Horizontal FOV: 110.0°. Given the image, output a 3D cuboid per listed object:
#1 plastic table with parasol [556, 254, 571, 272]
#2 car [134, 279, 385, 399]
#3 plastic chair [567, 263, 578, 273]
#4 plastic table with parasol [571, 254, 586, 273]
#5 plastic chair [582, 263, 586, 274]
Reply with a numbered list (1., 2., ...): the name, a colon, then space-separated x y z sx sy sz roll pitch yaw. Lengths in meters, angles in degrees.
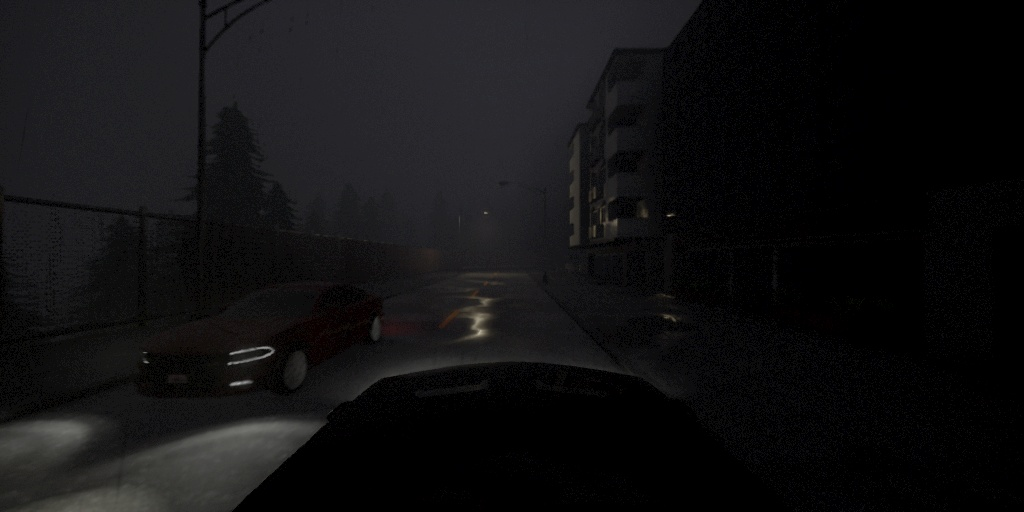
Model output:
1. plastic table with parasol: 7.798 1.001 49.897 2.482 2.480 2.482 0 0 0
2. car: -4.091 1.254 6.898 1.882 1.535 5.008 0 -1 0
3. plastic chair: 7.779 1.578 45.777 0.730 1.272 0.750 0 0 10
4. plastic table with parasol: 9.258 0.975 45.587 2.482 2.480 2.482 0 0 0
5. plastic chair: 9.269 1.570 44.157 0.750 1.272 0.730 0 0 10
